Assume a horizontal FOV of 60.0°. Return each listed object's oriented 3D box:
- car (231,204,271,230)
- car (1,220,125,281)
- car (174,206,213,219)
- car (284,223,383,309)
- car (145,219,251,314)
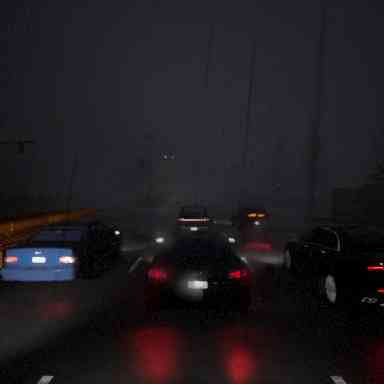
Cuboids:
[{"bbox_3d":[3.592,1.501,20.762,1.837,1.490,4.892,0,-1,0],"label":"car"},{"bbox_3d":[-3.402,1.548,9.883,2.033,1.411,5.357,0,0,0],"label":"car"},{"bbox_3d":[0.093,1.491,17.672,2.128,1.511,4.902,0,0,0],"label":"car"},{"bbox_3d":[3.595,1.500,7.837,1.837,1.490,4.892,0,-1,0],"label":"car"},{"bbox_3d":[0.097,1.564,7.723,1.994,1.385,4.181,0,0,0],"label":"car"}]
